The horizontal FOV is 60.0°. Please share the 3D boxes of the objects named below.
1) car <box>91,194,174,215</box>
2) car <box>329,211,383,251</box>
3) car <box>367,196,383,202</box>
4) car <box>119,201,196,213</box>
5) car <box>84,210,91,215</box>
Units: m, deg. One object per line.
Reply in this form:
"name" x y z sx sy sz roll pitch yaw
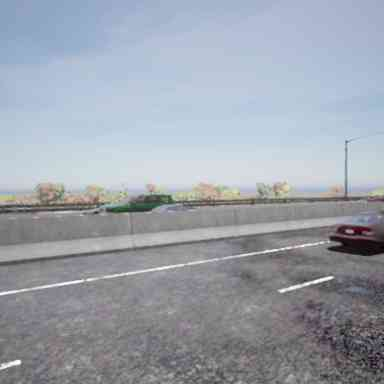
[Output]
"car" -3.665 1.172 22.878 5.566 2.045 2.150 0 0 -36
"car" 7.805 1.478 13.618 5.357 1.411 2.033 0 0 -36
"car" 27.862 1.312 49.621 4.181 1.385 1.994 0 0 -35
"car" -1.363 1.496 20.222 5.357 1.411 2.033 0 0 -35
"car" -5.606 1.497 25.792 5.357 1.411 2.033 0 0 -36
